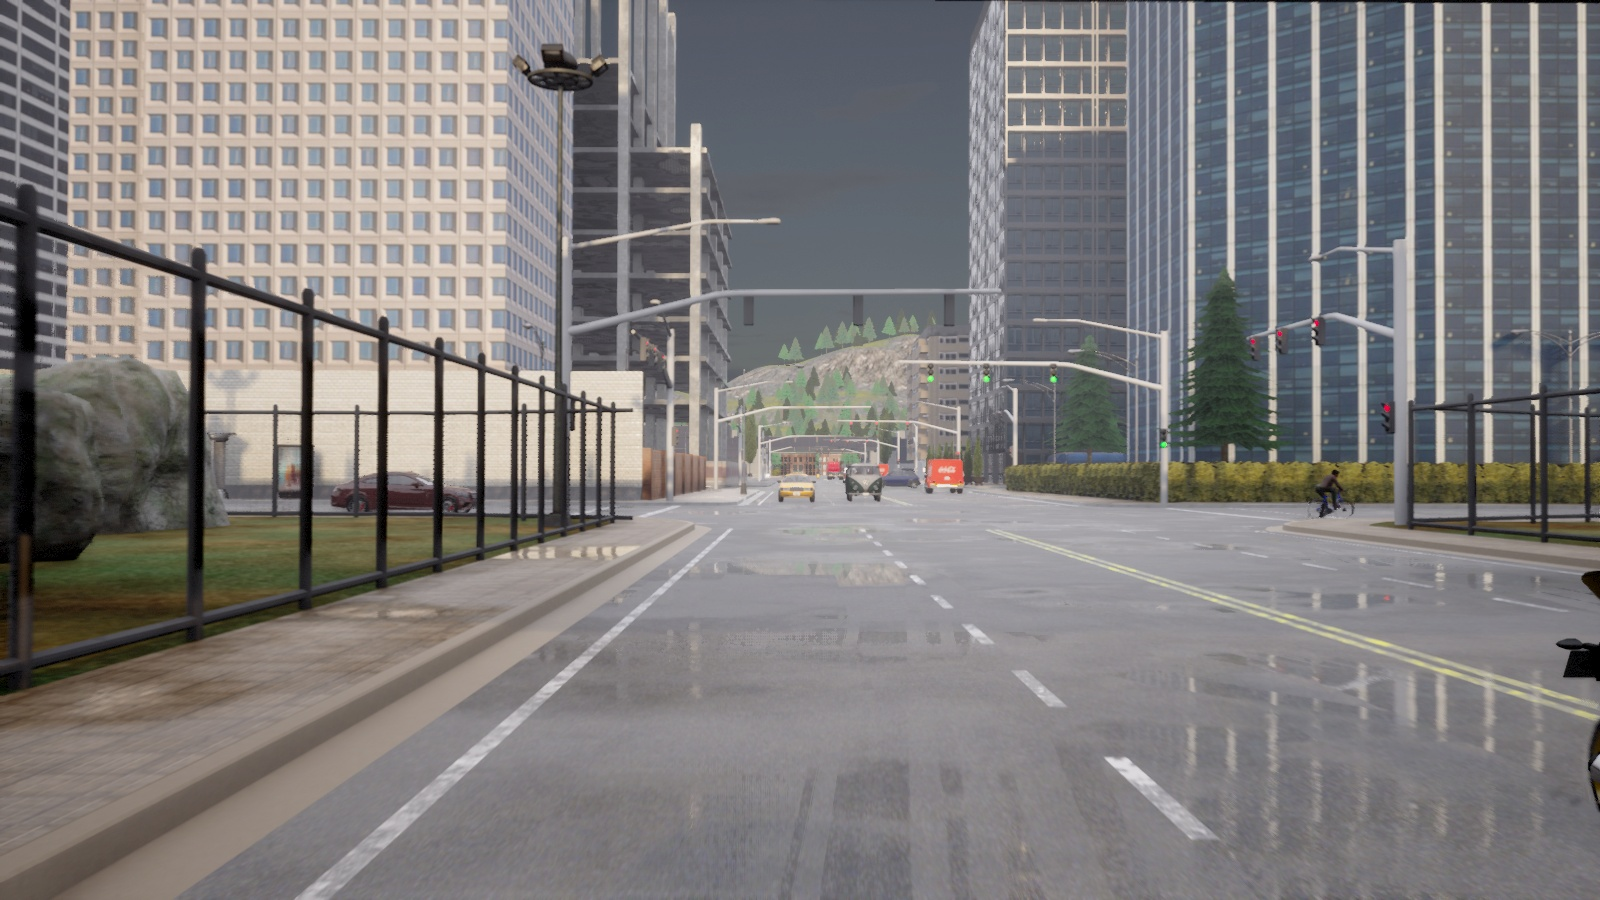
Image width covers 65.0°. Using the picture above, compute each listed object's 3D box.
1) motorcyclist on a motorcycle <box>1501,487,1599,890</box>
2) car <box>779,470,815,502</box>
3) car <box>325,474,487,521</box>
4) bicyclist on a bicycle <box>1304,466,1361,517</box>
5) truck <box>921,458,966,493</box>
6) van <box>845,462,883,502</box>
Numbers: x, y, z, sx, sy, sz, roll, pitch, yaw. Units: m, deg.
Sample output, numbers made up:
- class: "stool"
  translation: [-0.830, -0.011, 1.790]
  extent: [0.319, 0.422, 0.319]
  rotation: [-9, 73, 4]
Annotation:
- class: "motorcyclist on a motorcycle"
  translation: [3.489, 0.909, 4.356]
  extent: [0.866, 1.530, 2.191]
  rotation: [0, -1, 0]
- class: "car"
  translation: [-0.157, 1.835, 64.555]
  extent: [1.801, 1.575, 5.366]
  rotation: [0, -1, 0]
- class: "car"
  translation: [-12.698, 1.516, 40.633]
  extent: [4.674, 1.442, 1.812]
  rotation: [0, -1, 0]
- class: "bicyclist on a bicycle"
  translation: [17.015, 1.316, 40.143]
  extent: [1.656, 1.620, 0.582]
  rotation: [0, 0, -13]
- class: "truck"
  translation: [10.280, 1.808, 90.367]
  extent: [2.627, 2.467, 5.204]
  rotation: [0, 0, 0]
- class: "van"
  translation: [3.338, 1.660, 66.051]
  extent: [1.775, 1.987, 4.442]
  rotation: [0, -1, 0]
